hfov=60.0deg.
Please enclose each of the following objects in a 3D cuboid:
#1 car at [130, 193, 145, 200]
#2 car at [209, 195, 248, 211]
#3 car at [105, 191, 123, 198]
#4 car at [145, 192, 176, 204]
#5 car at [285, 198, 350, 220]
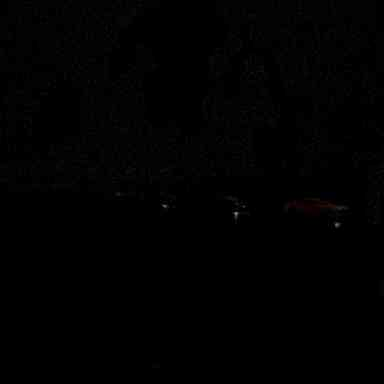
[{"bbox_3d":[-8.665,0.744,56.172,1.895,1.301,4.718,1,1,-36],"label":"car"},{"bbox_3d":[3.646,1.084,33.869,1.812,1.442,4.674,1,1,-35],"label":"car"},{"bbox_3d":[-15.470,0.489,65.708,2.033,1.411,5.357,1,1,-36],"label":"car"},{"bbox_3d":[-4.051,0.831,44.663,1.837,1.490,4.892,1,1,-36],"label":"car"},{"bbox_3d":[9.532,1.216,25.618,1.882,1.535,5.008,1,1,-36],"label":"car"}]
